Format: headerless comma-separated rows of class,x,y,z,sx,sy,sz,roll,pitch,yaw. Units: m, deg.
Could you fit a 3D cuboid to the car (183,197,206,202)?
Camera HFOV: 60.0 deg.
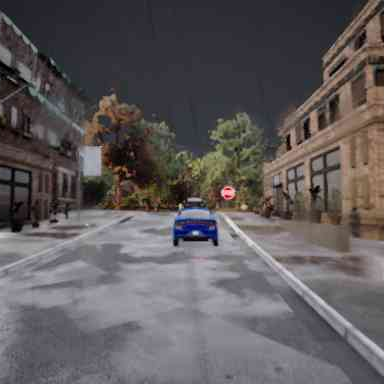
car,0.239,1.184,29.403,1.882,1.535,5.008,0,-1,1

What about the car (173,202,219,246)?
car,0.163,1.447,15.321,1.882,1.535,5.008,0,0,0
